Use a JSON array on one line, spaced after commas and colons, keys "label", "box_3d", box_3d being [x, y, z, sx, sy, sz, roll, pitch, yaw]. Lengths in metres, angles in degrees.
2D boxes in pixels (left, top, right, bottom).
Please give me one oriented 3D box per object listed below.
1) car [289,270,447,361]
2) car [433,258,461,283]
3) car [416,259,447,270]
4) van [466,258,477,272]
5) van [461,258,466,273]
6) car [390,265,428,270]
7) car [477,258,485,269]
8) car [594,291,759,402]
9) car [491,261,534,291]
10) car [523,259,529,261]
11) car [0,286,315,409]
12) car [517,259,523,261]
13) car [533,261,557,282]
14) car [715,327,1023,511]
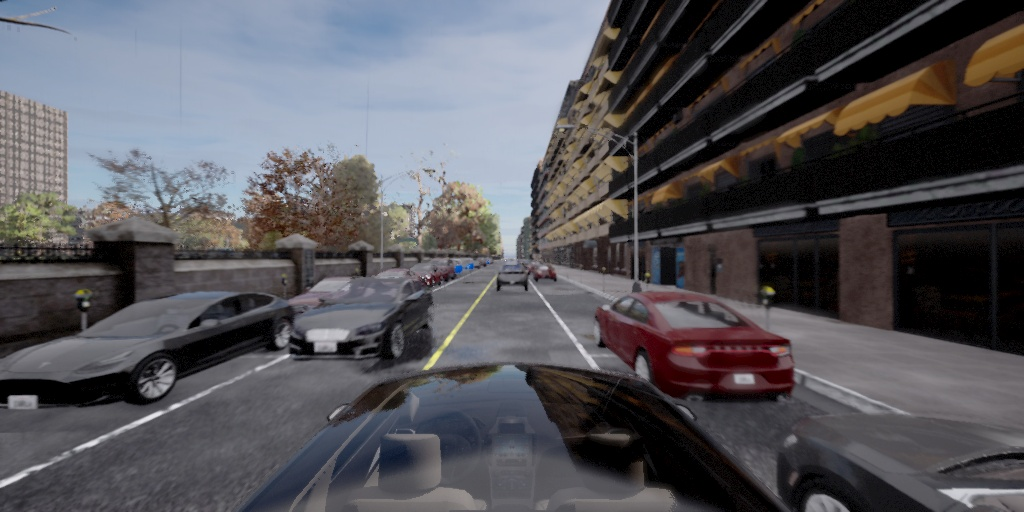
[{"label": "car", "box_3d": [-3.113, 1.252, 8.428, 2.128, 1.511, 4.902, 0, 0, 0]}, {"label": "car", "box_3d": [-5.763, 1.103, 28.871, 2.192, 1.841, 5.009, 0, 0, 0]}, {"label": "car", "box_3d": [-5.746, 1.219, 23.240, 1.967, 1.591, 4.097, 0, 0, 0]}, {"label": "van", "box_3d": [-5.811, 1.156, 45.763, 1.690, 1.789, 3.998, 0, 0, 0]}, {"label": "van", "box_3d": [-5.778, 1.138, 34.501, 1.690, 1.789, 3.998, 0, 0, 0]}, {"label": "car", "box_3d": [-5.731, 1.317, 17.612, 1.888, 1.381, 4.507, 0, 0, 0]}, {"label": "car", "box_3d": [-5.843, 1.400, 57.023, 1.948, 1.339, 4.313, 0, 0, 0]}, {"label": "car", "box_3d": [2.682, 1.288, 6.377, 1.888, 1.381, 4.507, 0, 0, 0]}, {"label": "car", "box_3d": [0.030, 1.252, 22.116, 2.128, 1.511, 4.902, 0, 0, 0]}, {"label": "car", "box_3d": [2.585, 1.220, 40.156, 1.967, 1.591, 4.097, 0, 0, 0]}, {"label": "car", "box_3d": [-5.698, 1.334, 6.354, 1.948, 1.339, 4.313, 0, 0, 0]}, {"label": "car", "box_3d": [-0.026, 1.268, 41.099, 1.882, 1.535, 5.008, 0, 0, 0]}, {"label": "car", "box_3d": [2.618, 1.345, 28.895, 1.802, 1.307, 4.207, 0, 0, 0]}, {"label": "car", "box_3d": [2.697, 1.292, 0.747, 2.007, 1.370, 4.403, 0, 0, 0]}]
